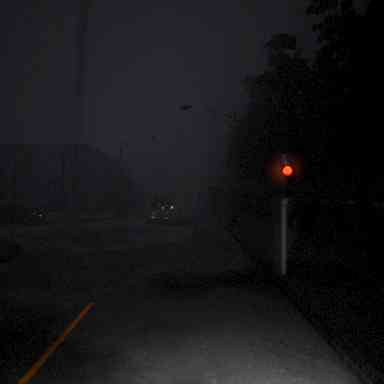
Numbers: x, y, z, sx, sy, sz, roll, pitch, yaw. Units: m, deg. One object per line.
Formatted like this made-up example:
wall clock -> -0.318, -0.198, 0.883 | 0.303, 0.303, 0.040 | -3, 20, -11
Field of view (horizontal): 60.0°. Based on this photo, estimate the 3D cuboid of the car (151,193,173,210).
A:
car -> -4.065, 1.221, 43.928 | 2.150, 2.045, 5.566 | 0, 0, 0

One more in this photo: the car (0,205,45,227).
car -> -12.176, 1.564, 22.351 | 4.181, 1.385, 1.994 | 0, 0, 0
